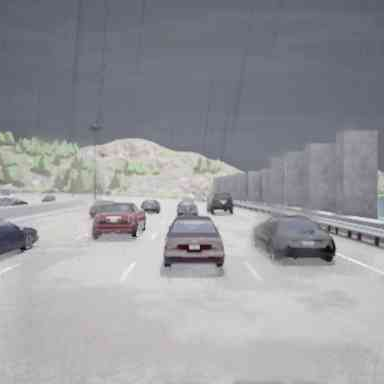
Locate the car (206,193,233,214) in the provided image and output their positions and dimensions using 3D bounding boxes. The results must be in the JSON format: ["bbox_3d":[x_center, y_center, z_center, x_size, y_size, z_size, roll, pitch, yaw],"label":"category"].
[{"bbox_3d":[2.757,1.111,33.766,2.150,2.045,5.566,0,0,-4],"label":"car"}]

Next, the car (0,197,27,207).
[{"bbox_3d":[-18.509,1.382,33.772,2.128,1.511,4.902,0,0,-4],"label":"car"}]

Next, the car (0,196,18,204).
[{"bbox_3d":[-32.752,1.462,59.226,1.895,1.301,4.718,0,0,-13],"label":"car"}]

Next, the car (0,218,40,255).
[{"bbox_3d":[-6.968,1.512,10.783,2.033,1.411,5.357,0,0,-1],"label":"car"}]

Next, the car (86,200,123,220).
[{"bbox_3d":[-7.471,1.454,28.846,2.033,1.411,5.357,0,0,-3],"label":"car"}]

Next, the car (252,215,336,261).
[{"bbox_3d":[3.501,1.524,12.101,1.994,1.385,4.181,0,0,-1],"label":"car"}]

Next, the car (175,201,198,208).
[{"bbox_3d":[-0.467,1.453,28.899,2.033,1.411,5.357,0,0,-3],"label":"car"}]

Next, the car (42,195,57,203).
[{"bbox_3d":[-25.864,1.316,60.508,1.837,1.490,4.892,0,0,-13],"label":"car"}]

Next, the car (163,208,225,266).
[{"bbox_3d":[0.023,1.510,11.377,2.033,1.411,5.357,0,0,-1],"label":"car"}]

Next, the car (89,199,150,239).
[{"bbox_3d":[-3.612,1.296,17.229,2.097,1.767,4.553,0,0,-1],"label":"car"}]

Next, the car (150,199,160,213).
[{"bbox_3d":[-4.363,1.450,35.062,1.994,1.385,4.181,0,0,-4],"label":"car"}]
